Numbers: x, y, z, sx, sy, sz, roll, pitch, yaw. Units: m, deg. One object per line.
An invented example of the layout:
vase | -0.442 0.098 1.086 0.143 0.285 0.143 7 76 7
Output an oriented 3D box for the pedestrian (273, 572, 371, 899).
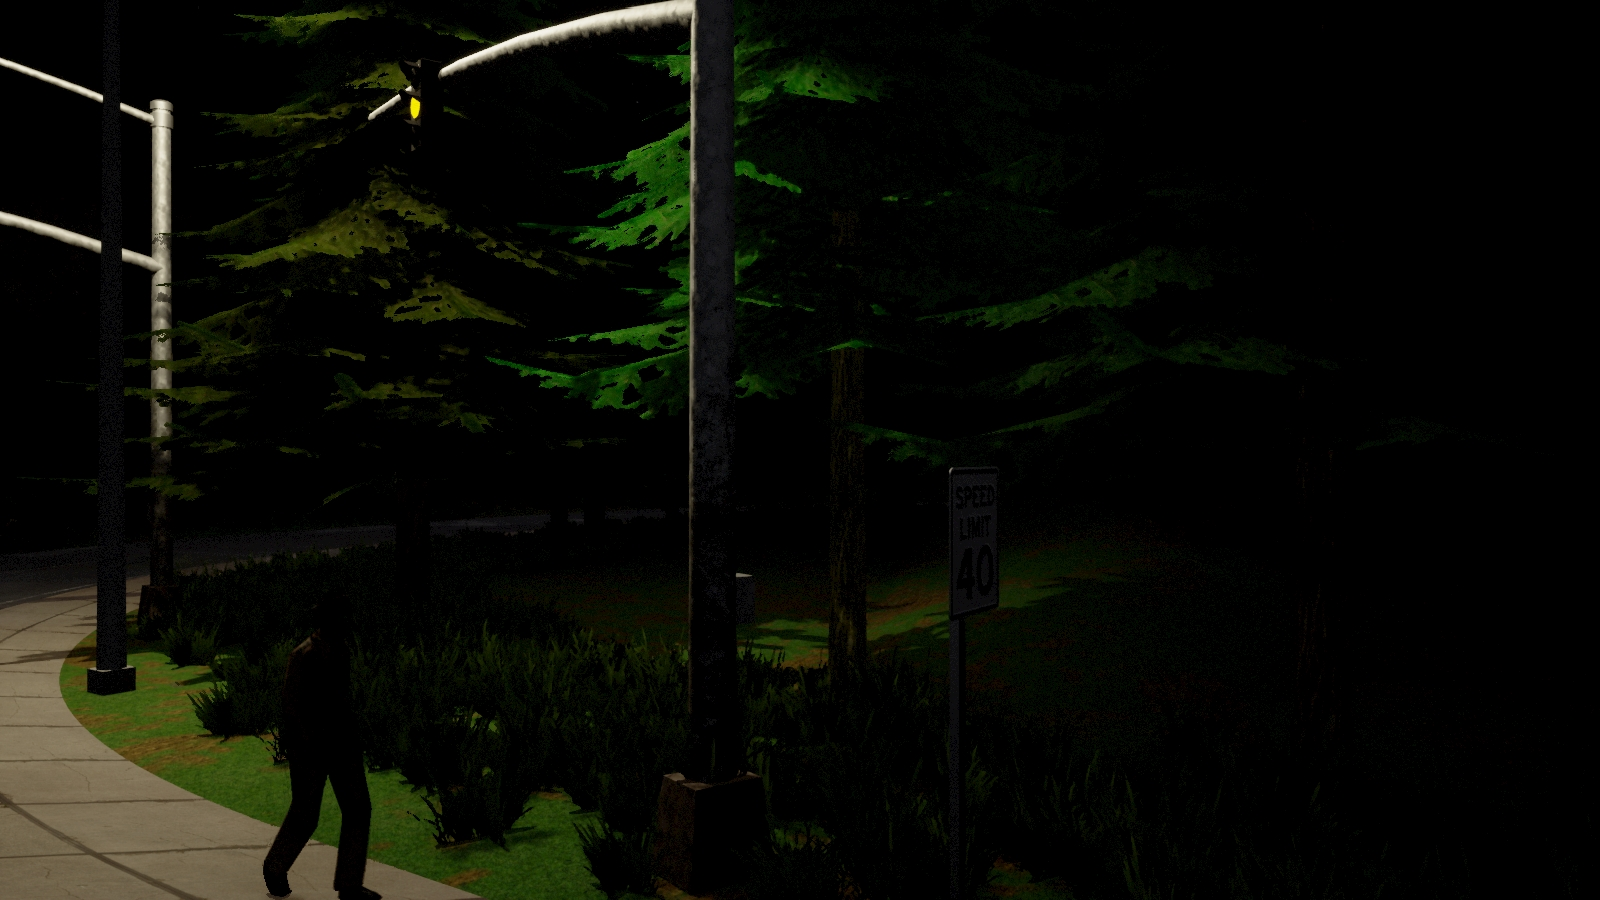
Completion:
pedestrian | -2.801 1.671 6.709 0.375 1.860 0.375 0 0 23
